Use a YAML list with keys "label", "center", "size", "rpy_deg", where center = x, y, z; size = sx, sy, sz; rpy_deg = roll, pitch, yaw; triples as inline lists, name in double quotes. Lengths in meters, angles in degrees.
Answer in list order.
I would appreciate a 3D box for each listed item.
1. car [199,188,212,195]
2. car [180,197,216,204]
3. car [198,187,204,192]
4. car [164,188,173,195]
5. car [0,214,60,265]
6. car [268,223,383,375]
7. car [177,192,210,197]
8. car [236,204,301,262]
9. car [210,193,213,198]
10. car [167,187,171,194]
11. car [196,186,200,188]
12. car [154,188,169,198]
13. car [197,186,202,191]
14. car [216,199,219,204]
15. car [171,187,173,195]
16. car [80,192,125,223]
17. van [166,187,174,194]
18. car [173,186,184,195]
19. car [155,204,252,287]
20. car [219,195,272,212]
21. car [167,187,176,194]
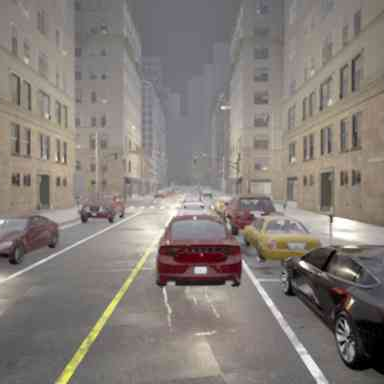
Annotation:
- label: "car"
  center: [2.782, 0.417, 59.689]
  size: [2.008, 1.369, 4.403]
  rpy_deg: [0, 1, 0]
- label: "car"
  center: [0.103, 1.223, 17.945]
  size: [1.812, 1.442, 4.674]
  rpy_deg: [0, 1, 0]
- label: "car"
  center: [2.786, 0.146, 70.702]
  size: [1.752, 1.417, 4.829]
  rpy_deg: [1, 1, 0]
- label: "car"
  center: [-5.736, -0.187, 81.385]
  size: [1.967, 1.590, 4.097]
  rpy_deg: [1, 1, 0]
- label: "car"
  center: [-5.758, 1.401, 10.944]
  size: [1.802, 1.307, 4.206]
  rpy_deg: [0, 1, 0]
- label: "car"
  center: [2.766, 1.478, 5.384]
  size: [1.947, 1.339, 4.313]
  rpy_deg: [0, 1, 0]
- label: "car"
  center: [0.079, 1.022, 27.085]
  size: [2.128, 1.511, 4.902]
  rpy_deg: [0, 1, 0]
- label: "car"
  center: [2.769, 1.341, 11.104]
  size: [1.752, 1.417, 4.829]
  rpy_deg: [0, 1, 0]
- label: "car"
  center: [2.773, 1.043, 27.761]
  size: [1.752, 1.417, 4.829]
  rpy_deg: [0, 1, 0]
- label: "car"
  center: [-5.740, 0.187, 65.119]
  size: [1.967, 1.590, 4.097]
  rpy_deg: [1, 1, 0]
- label: "car"
  center: [2.793, -0.443, 92.219]
  size: [1.967, 1.590, 4.097]
  rpy_deg: [1, 1, 0]
- label: "car"
  center: [-5.743, 0.411, 59.698]
  size: [1.887, 1.381, 4.507]
  rpy_deg: [0, 1, 0]
- label: "car"
  center: [2.788, -0.045, 81.380]
  size: [1.802, 1.307, 4.206]
  rpy_deg: [1, 1, 0]
- label: "car"
  center: [2.772, 1.206, 22.038]
  size: [1.802, 1.307, 4.206]
  rpy_deg: [0, 1, 0]
- label: "car"
  center: [-5.740, 0.169, 70.543]
  size: [1.887, 1.381, 4.507]
  rpy_deg: [1, 1, 0]
- label: "car"
  center: [-5.753, 0.939, 22.043]
  size: [2.192, 1.841, 5.009]
  rpy_deg: [0, 1, 0]
- label: "van"
  center: [-5.733, -0.414, 86.804]
  size: [1.690, 1.788, 3.998]
  rpy_deg: [1, 1, 0]
- label: "car"
  center: [-2.983, -0.143, 75.896]
  size: [2.097, 1.767, 4.553]
  rpy_deg: [0, 1, 0]
- label: "car"
  center: [0.107, 1.330, 8.968]
  size: [1.882, 1.535, 5.008]
  rpy_deg: [0, 1, -1]
- label: "car"
  center: [2.771, 1.038, 16.484]
  size: [2.192, 1.841, 5.009]
  rpy_deg: [0, 1, 0]
- label: "car"
  center: [-5.731, -0.569, 92.224]
  size: [2.192, 1.841, 5.009]
  rpy_deg: [1, 1, 0]
